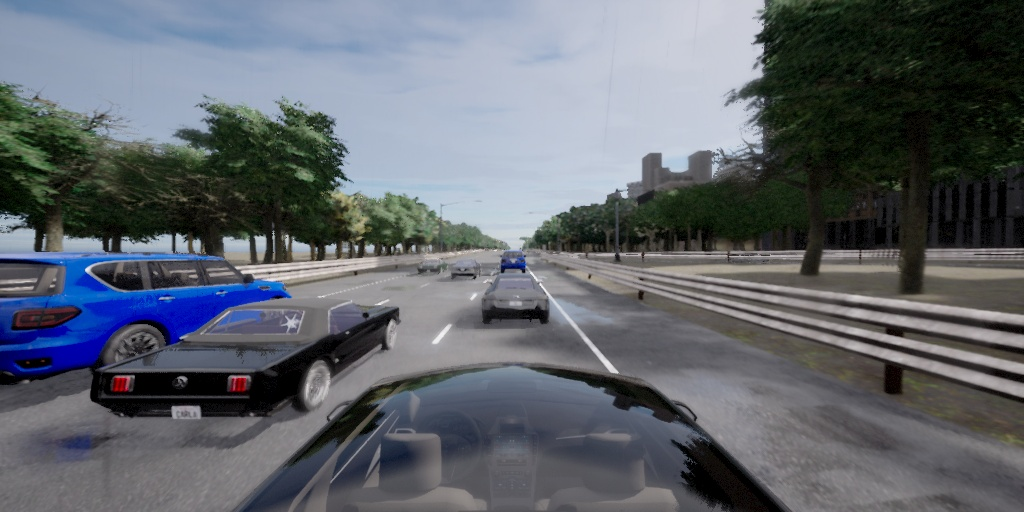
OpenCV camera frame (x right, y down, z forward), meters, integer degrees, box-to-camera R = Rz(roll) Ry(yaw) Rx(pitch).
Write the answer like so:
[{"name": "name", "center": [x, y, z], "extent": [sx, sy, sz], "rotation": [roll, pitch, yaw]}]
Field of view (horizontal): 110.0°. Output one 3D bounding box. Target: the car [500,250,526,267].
[{"name": "car", "center": [0.104, 0.504, 32.374], "extent": [2.150, 2.045, 5.566], "rotation": [0, 1, 0]}]

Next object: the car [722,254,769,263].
[{"name": "car", "center": [27.549, 0.128, 42.448], "extent": [1.895, 1.301, 4.718], "rotation": [-1, 0, -39]}]

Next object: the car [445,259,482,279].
[{"name": "car", "center": [-3.395, 0.941, 27.136], "extent": [2.033, 1.411, 5.357], "rotation": [0, 1, 0]}]

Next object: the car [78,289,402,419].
[{"name": "car", "center": [-3.400, 1.339, 5.973], "extent": [1.895, 1.301, 4.718], "rotation": [0, 0, 0]}]

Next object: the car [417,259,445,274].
[{"name": "car", "center": [-6.893, 0.897, 31.776], "extent": [1.895, 1.301, 4.718], "rotation": [0, 1, 0]}]

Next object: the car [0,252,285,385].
[{"name": "car", "center": [-6.900, 0.953, 7.144], "extent": [2.150, 2.045, 5.566], "rotation": [0, 0, 0]}]

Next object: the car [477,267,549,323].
[{"name": "car", "center": [0.103, 1.248, 11.843], "extent": [1.994, 1.385, 4.181], "rotation": [0, 1, 0]}]
